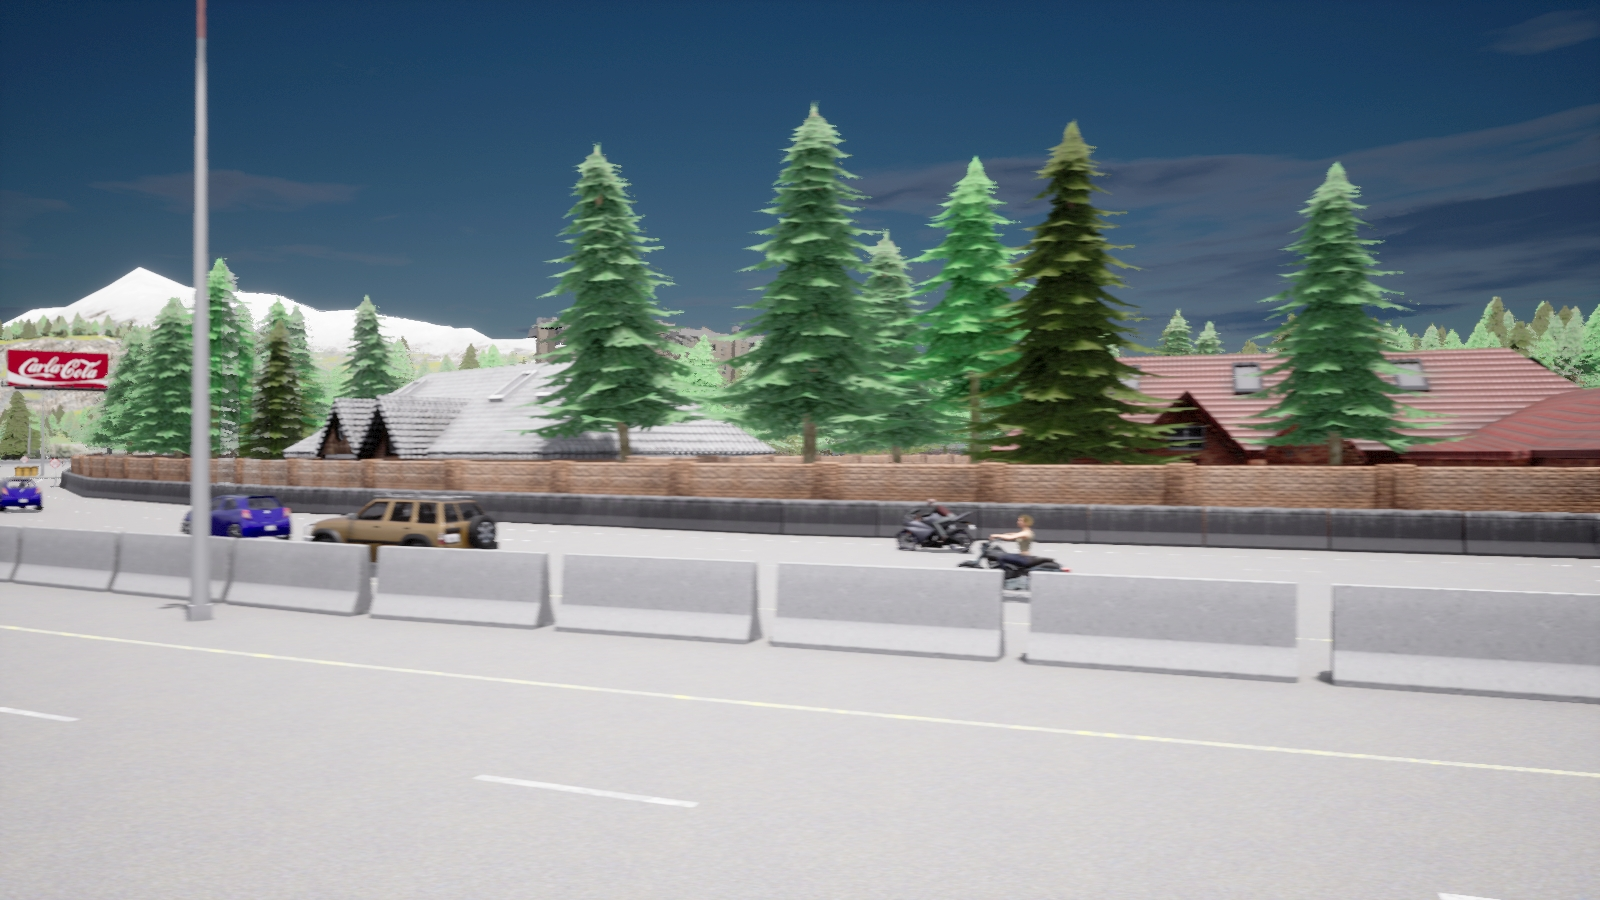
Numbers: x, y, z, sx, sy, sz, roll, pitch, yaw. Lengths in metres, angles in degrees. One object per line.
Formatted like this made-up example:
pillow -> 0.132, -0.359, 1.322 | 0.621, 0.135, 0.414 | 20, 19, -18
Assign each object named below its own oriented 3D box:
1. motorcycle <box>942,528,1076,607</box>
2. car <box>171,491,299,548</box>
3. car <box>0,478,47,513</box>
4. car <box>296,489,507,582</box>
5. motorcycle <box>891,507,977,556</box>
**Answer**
motorcycle -> 3.922, 2.176, 21.500 | 2.356, 1.325, 0.764 | 0, -1, 31
car -> -17.187, 2.075, 34.730 | 3.633, 1.501, 1.845 | 0, 0, 32
car -> -36.857, 2.090, 53.461 | 3.633, 1.501, 1.845 | 0, 0, 42
car -> -9.198, 1.895, 26.340 | 4.605, 1.855, 1.932 | 0, 0, 27
motorcycle -> 3.717, 2.248, 31.677 | 2.209, 1.251, 0.867 | 0, -1, 24
